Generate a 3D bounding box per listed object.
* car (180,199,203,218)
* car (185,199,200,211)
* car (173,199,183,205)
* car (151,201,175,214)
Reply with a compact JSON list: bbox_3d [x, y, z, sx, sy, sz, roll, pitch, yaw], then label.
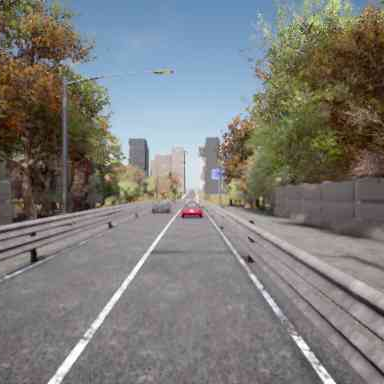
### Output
[{"bbox_3d":[0.007,1.664,31.405,1.994,1.385,4.181,0,0,0],"label":"car"},{"bbox_3d":[0.044,1.731,45.201,1.882,1.535,5.008,0,-1,0],"label":"car"},{"bbox_3d":[-3.258,2.387,78.880,2.033,1.411,5.357,0,-1,0],"label":"car"},{"bbox_3d":[-3.347,1.718,37.154,1.994,1.385,4.181,0,-1,0],"label":"car"}]
